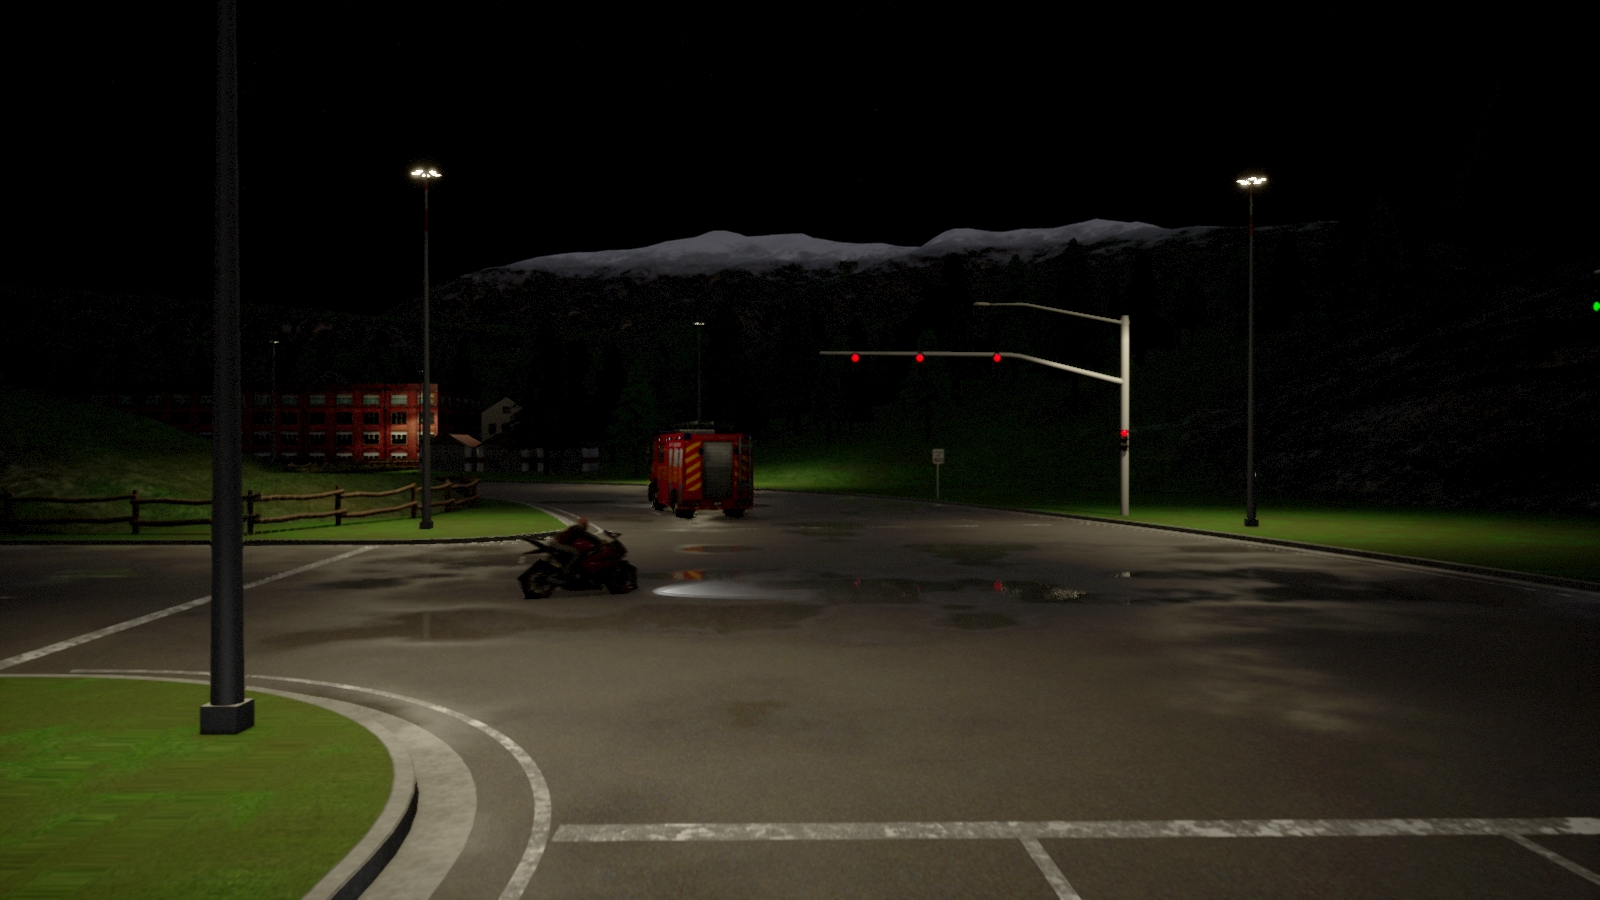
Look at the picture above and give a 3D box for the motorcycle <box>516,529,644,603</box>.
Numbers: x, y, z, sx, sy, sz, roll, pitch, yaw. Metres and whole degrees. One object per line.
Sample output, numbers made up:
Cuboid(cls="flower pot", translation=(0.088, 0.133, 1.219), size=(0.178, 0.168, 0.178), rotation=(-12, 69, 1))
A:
Cuboid(cls="motorcycle", translation=(-4.120, 2.151, 21.409), size=(2.209, 1.251, 0.867), rotation=(0, -2, -24))
